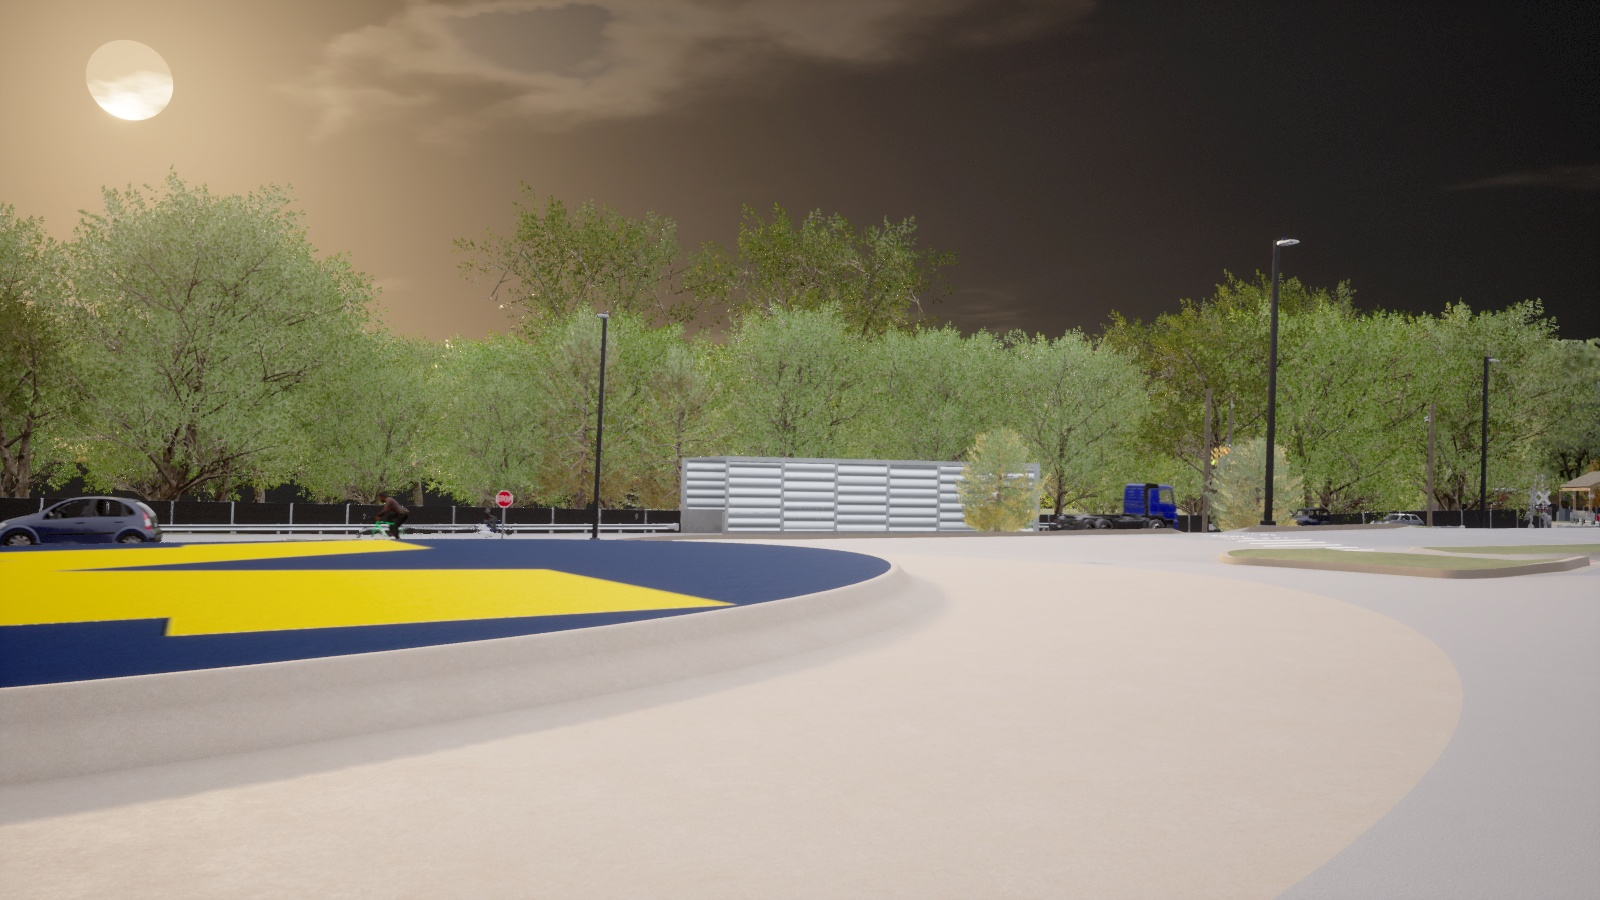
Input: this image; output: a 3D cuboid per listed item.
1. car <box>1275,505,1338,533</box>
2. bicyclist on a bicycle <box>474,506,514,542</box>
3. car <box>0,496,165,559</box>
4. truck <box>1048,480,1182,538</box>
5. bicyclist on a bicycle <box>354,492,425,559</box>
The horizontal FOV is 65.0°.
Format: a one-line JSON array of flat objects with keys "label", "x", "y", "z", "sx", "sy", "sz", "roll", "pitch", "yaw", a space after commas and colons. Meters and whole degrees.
[{"label": "car", "x": 35.734, "y": 4.847, "z": 88.593, "sx": 3.866, "sy": 1.878, "sz": 1.905, "roll": 1, "pitch": -1, "yaw": -21}, {"label": "bicyclist on a bicycle", "x": -15.593, "y": 3.752, "z": 64.067, "sx": 1.843, "sy": 1.776, "sz": 0.659, "roll": 1, "pitch": -1, "yaw": -26}, {"label": "car", "x": -19.896, "y": 2.124, "z": 34.677, "sx": 3.988, "sy": 1.617, "sz": 1.851, "roll": 2, "pitch": -1, "yaw": -19}, {"label": "truck", "x": 19.771, "y": 3.677, "z": 78.869, "sx": 7.936, "sy": 3.462, "sz": 2.891, "roll": 1, "pitch": -1, "yaw": -22}, {"label": "bicyclist on a bicycle", "x": -10.490, "y": 1.932, "z": 32.116, "sx": 1.656, "sy": 1.620, "sz": 0.582, "roll": -1, "pitch": -7, "yaw": -7}]
